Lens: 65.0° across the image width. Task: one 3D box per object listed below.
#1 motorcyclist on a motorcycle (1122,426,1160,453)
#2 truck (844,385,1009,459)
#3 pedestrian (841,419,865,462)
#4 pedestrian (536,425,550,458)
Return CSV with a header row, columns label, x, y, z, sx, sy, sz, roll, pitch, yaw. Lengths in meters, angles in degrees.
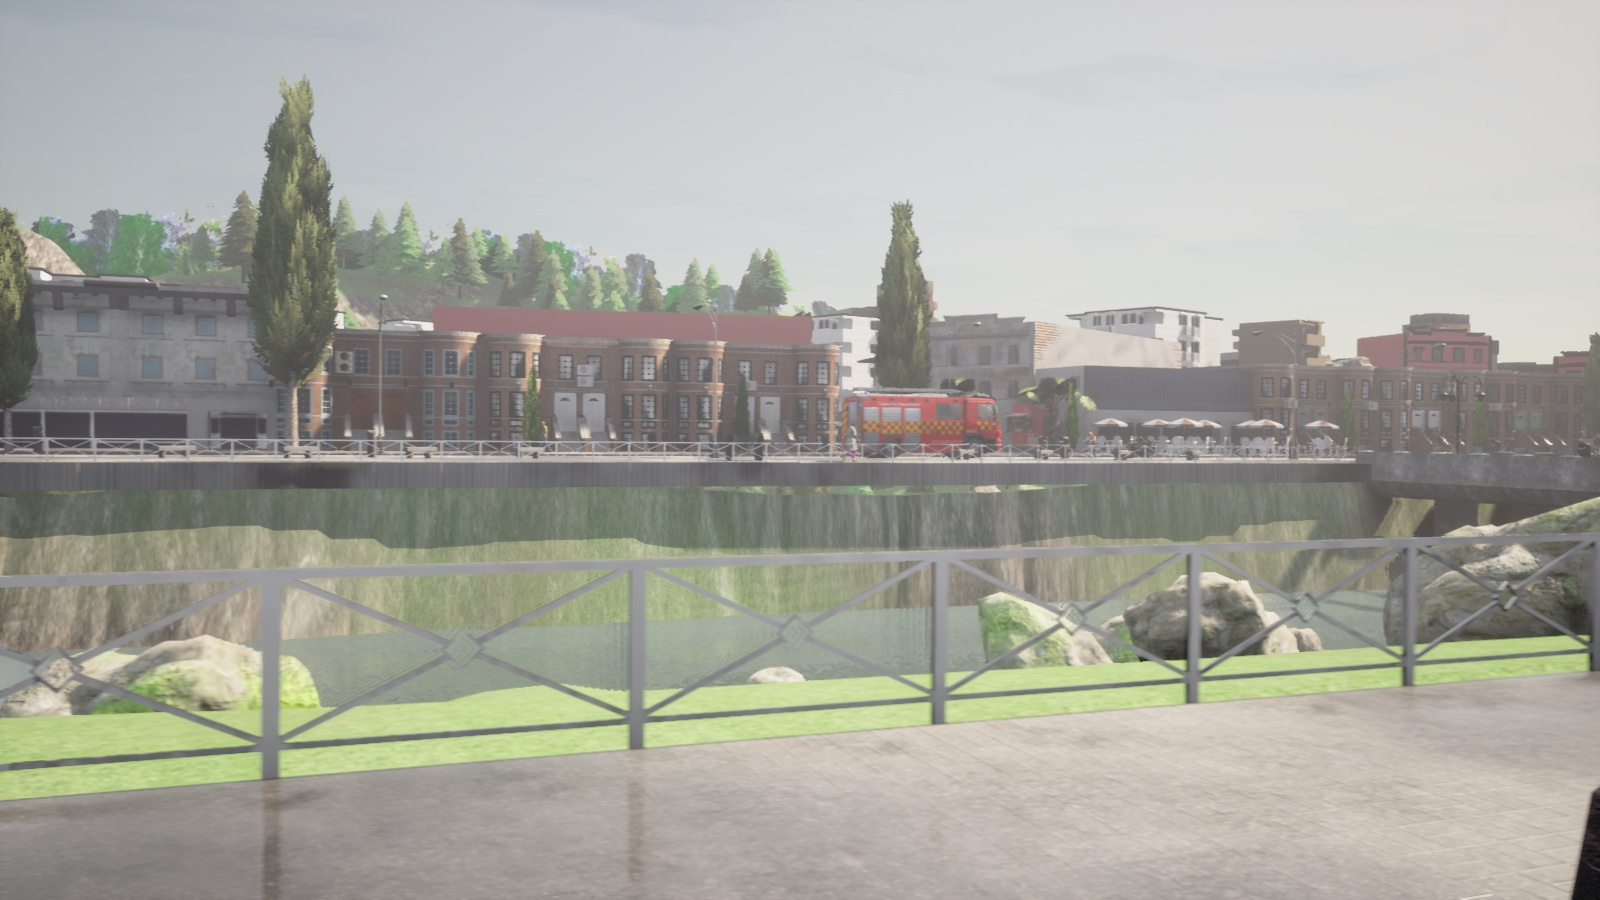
label,x,y,z,sx,sy,sz,roll,pitch,yaw
motorcyclist on a motorcycle,19.844,-0.622,72.993,2.044,1.523,0.797,-1,1,-21
truck,6.859,-1.548,68.046,8.468,3.827,2.891,-1,1,-21
pedestrian,2.395,-0.445,57.199,0.873,1.952,0.659,-1,1,-23
pedestrian,-14.340,-0.479,70.151,0.706,1.836,0.354,-1,1,-16
